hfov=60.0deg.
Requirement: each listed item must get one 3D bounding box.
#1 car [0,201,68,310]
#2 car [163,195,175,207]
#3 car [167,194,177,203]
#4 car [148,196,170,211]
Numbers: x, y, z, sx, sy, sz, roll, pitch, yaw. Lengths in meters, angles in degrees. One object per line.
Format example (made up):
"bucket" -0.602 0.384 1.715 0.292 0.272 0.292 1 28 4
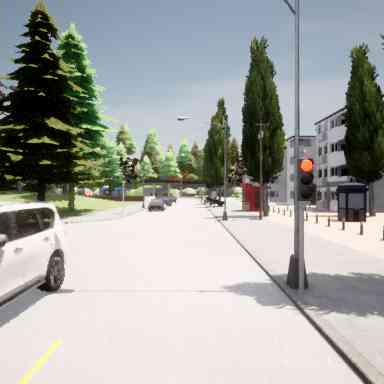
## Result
"car" -4.105 1.224 5.979 2.150 2.045 5.566 0 0 0
"car" -4.116 1.564 51.464 1.994 1.385 4.181 0 0 1
"car" -4.016 1.509 67.516 1.837 1.490 4.892 0 0 0
"car" -4.129 1.547 40.160 2.033 1.411 5.357 0 0 0
